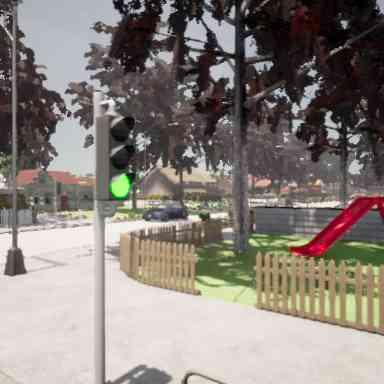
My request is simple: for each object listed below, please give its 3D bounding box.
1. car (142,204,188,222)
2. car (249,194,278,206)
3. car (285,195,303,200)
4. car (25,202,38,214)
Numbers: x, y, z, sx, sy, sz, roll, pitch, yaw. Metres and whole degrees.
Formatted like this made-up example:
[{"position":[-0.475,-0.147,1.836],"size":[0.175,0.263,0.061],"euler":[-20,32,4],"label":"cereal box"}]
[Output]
[{"position":[-2.114,1.663,27.310],"size":[1.994,1.385,4.181],"euler":[0,0,35],"label":"car"},{"position":[9.327,1.319,43.329],"size":[2.150,2.045,5.566],"euler":[0,0,36],"label":"car"},{"position":[27.558,1.492,90.553],"size":[5.357,1.415,2.033],"euler":[0,0,35],"label":"car"},{"position":[-15.916,1.474,30.325],"size":[4.181,1.381,1.994],"euler":[0,0,35],"label":"car"}]
